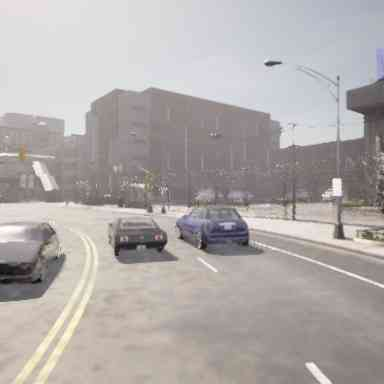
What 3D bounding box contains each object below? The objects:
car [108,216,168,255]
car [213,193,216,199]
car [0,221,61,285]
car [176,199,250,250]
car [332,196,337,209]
[{"bbox_3d":[-2.418,1.642,13.668,1.895,1.301,4.718,0,0,-18],"label":"car"},{"bbox_3d":[1.136,1.372,49.116,2.185,1.767,4.553,0,0,-38],"label":"car"},{"bbox_3d":[-5.030,1.588,9.745,2.033,1.411,5.357,0,0,-15],"label":"car"},{"bbox_3d":[0.748,1.388,14.946,2.097,1.767,4.553,0,0,-18],"label":"car"},{"bbox_3d":[20.451,1.463,42.951,2.002,1.452,4.674,0,0,-38],"label":"car"}]
